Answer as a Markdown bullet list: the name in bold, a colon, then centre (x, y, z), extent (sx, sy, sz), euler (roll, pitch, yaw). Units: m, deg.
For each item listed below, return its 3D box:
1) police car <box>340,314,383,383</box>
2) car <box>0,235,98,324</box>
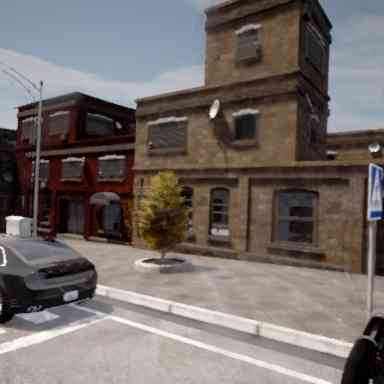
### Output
- **police car**: centre (3.760, 1.526, 1.941), extent (5.238, 1.638, 1.930), euler (0, -3, 36)
- **car**: centre (-4.256, 1.781, 7.769), extent (4.892, 1.490, 1.837), euler (-2, -3, 36)
